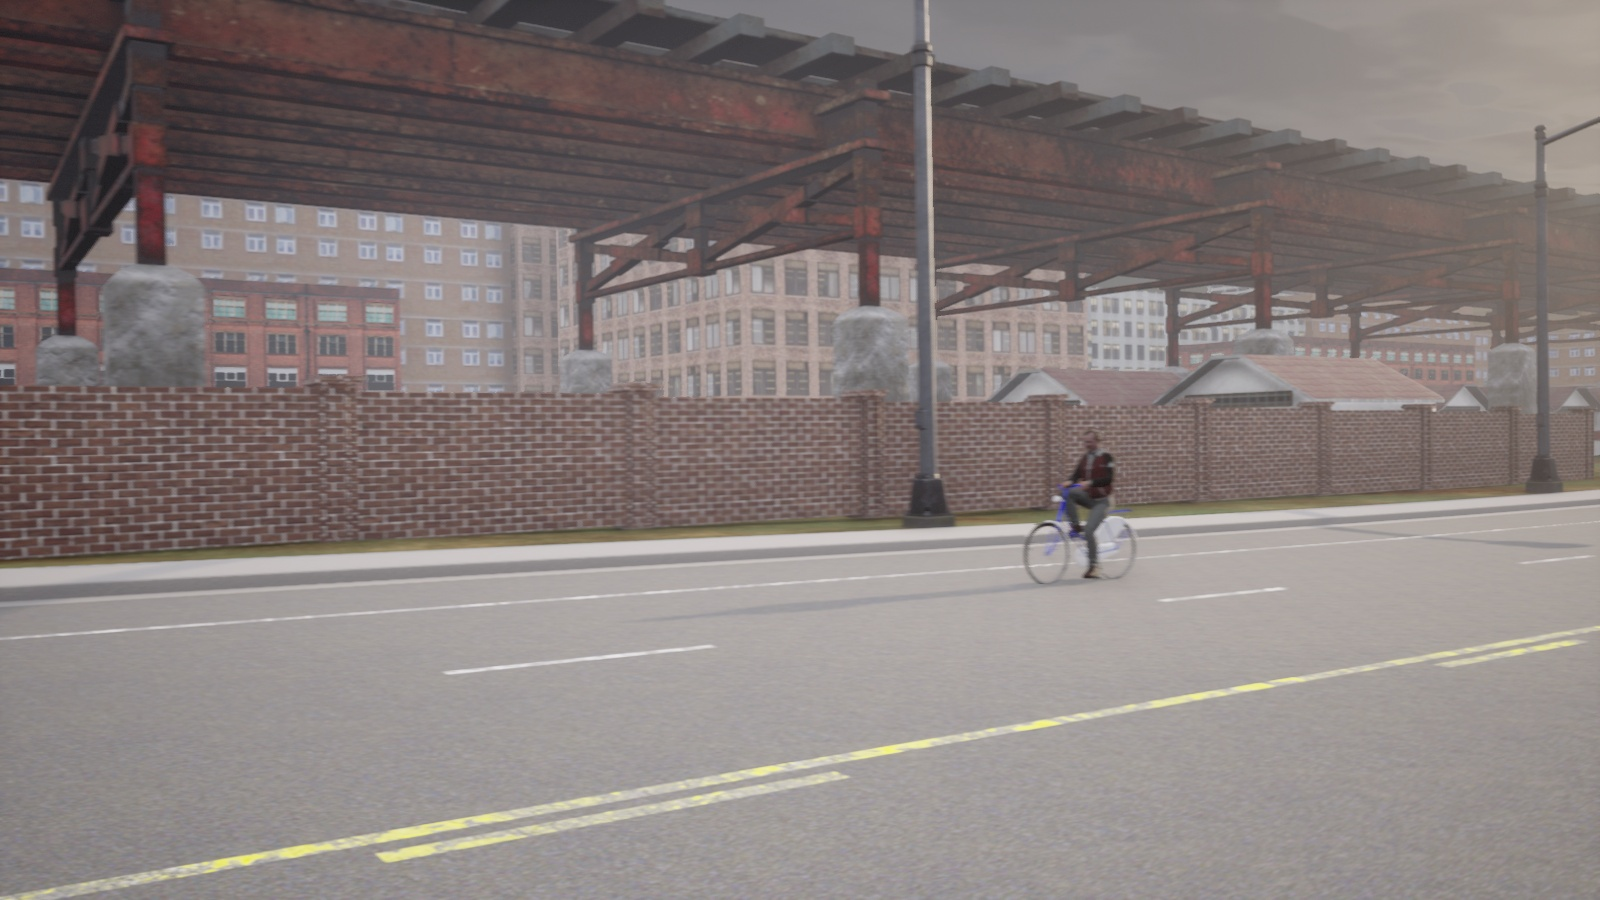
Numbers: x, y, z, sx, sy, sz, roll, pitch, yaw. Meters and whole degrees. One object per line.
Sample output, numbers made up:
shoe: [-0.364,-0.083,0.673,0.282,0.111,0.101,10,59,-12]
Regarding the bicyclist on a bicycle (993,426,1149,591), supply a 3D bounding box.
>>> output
bicyclist on a bicycle: [3.118,0.635,14.358,1.843,1.776,0.659,0,0,-35]
